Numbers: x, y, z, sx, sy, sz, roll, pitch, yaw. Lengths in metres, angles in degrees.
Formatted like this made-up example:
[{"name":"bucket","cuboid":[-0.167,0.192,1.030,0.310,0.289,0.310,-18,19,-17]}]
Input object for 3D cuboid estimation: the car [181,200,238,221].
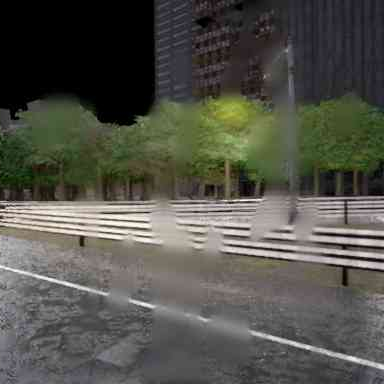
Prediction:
[{"name":"car","cuboid":[1.249,1.276,24.043,4.181,1.385,1.994,-1,0,4]}]
